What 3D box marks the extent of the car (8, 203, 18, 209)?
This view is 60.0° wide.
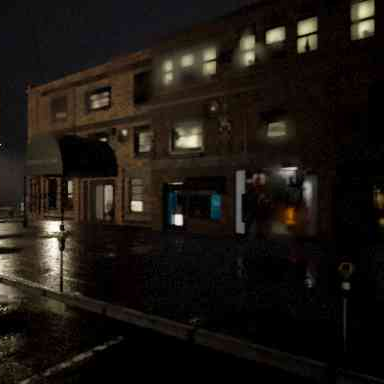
[{"bbox_3d":[-24.961,1.859,50.702,2.033,1.411,5.357,0,0,36],"label":"car"}]

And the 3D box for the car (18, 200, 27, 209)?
[{"bbox_3d":[-22.364,1.668,48.751,2.097,1.767,4.553,0,0,36],"label":"car"}]
